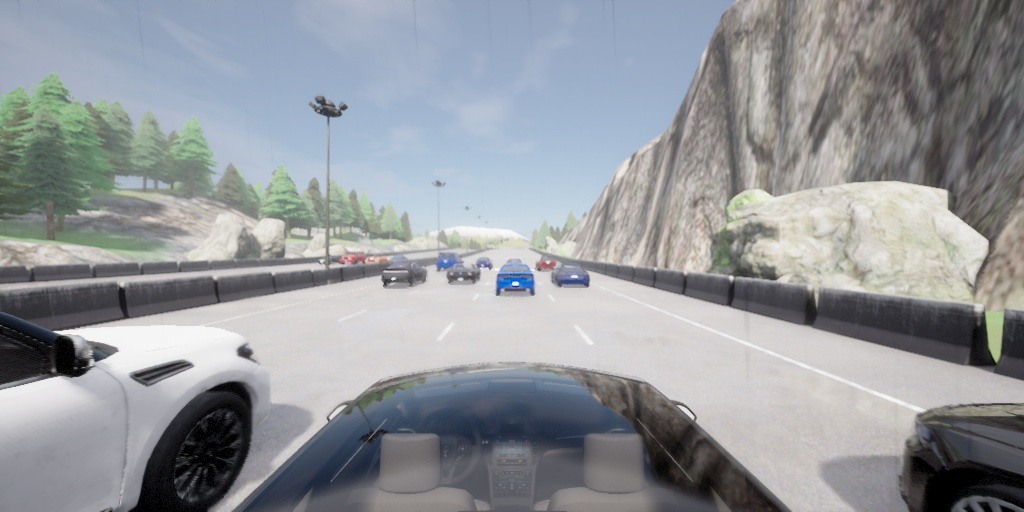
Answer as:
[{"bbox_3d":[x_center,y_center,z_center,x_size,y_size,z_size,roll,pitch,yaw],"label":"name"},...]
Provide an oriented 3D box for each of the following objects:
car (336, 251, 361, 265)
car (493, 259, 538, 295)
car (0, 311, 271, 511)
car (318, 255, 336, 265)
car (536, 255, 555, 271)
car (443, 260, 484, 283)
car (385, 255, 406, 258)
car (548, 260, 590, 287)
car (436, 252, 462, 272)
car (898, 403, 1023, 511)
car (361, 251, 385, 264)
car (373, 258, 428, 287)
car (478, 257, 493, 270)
[{"bbox_3d":[-24.268,0.265,55.099,2.150,2.045,5.566,0,1,0],"label":"car"},{"bbox_3d":[0.175,1.117,19.022,1.882,1.535,5.008,0,1,0],"label":"car"},{"bbox_3d":[-3.405,0.974,1.060,2.150,2.045,5.566,0,0,0],"label":"car"},{"bbox_3d":[-27.771,0.557,54.900,2.128,1.511,4.902,0,1,0],"label":"car"},{"bbox_3d":[3.769,0.716,39.735,2.097,1.767,4.553,0,1,0],"label":"car"},{"bbox_3d":[-3.297,1.171,25.405,1.895,1.301,4.718,0,1,0],"label":"car"},{"bbox_3d":[-17.274,0.594,54.666,1.812,1.442,4.674,0,1,0],"label":"car"},{"bbox_3d":[3.693,1.163,23.080,1.994,1.385,4.181,0,1,0],"label":"car"},{"bbox_3d":[-6.737,0.596,39.107,2.150,2.045,5.566,0,1,0],"label":"car"},{"bbox_3d":[3.594,1.245,0.430,2.128,1.511,4.902,0,0,0],"label":"car"},{"bbox_3d":[-20.770,0.410,54.998,2.097,1.767,4.553,0,2,0],"label":"car"},{"bbox_3d":[-6.807,1.089,23.117,2.128,1.511,4.902,0,1,0],"label":"car"},{"bbox_3d":[-3.226,0.860,41.422,1.812,1.442,4.674,0,1,0],"label":"car"}]
